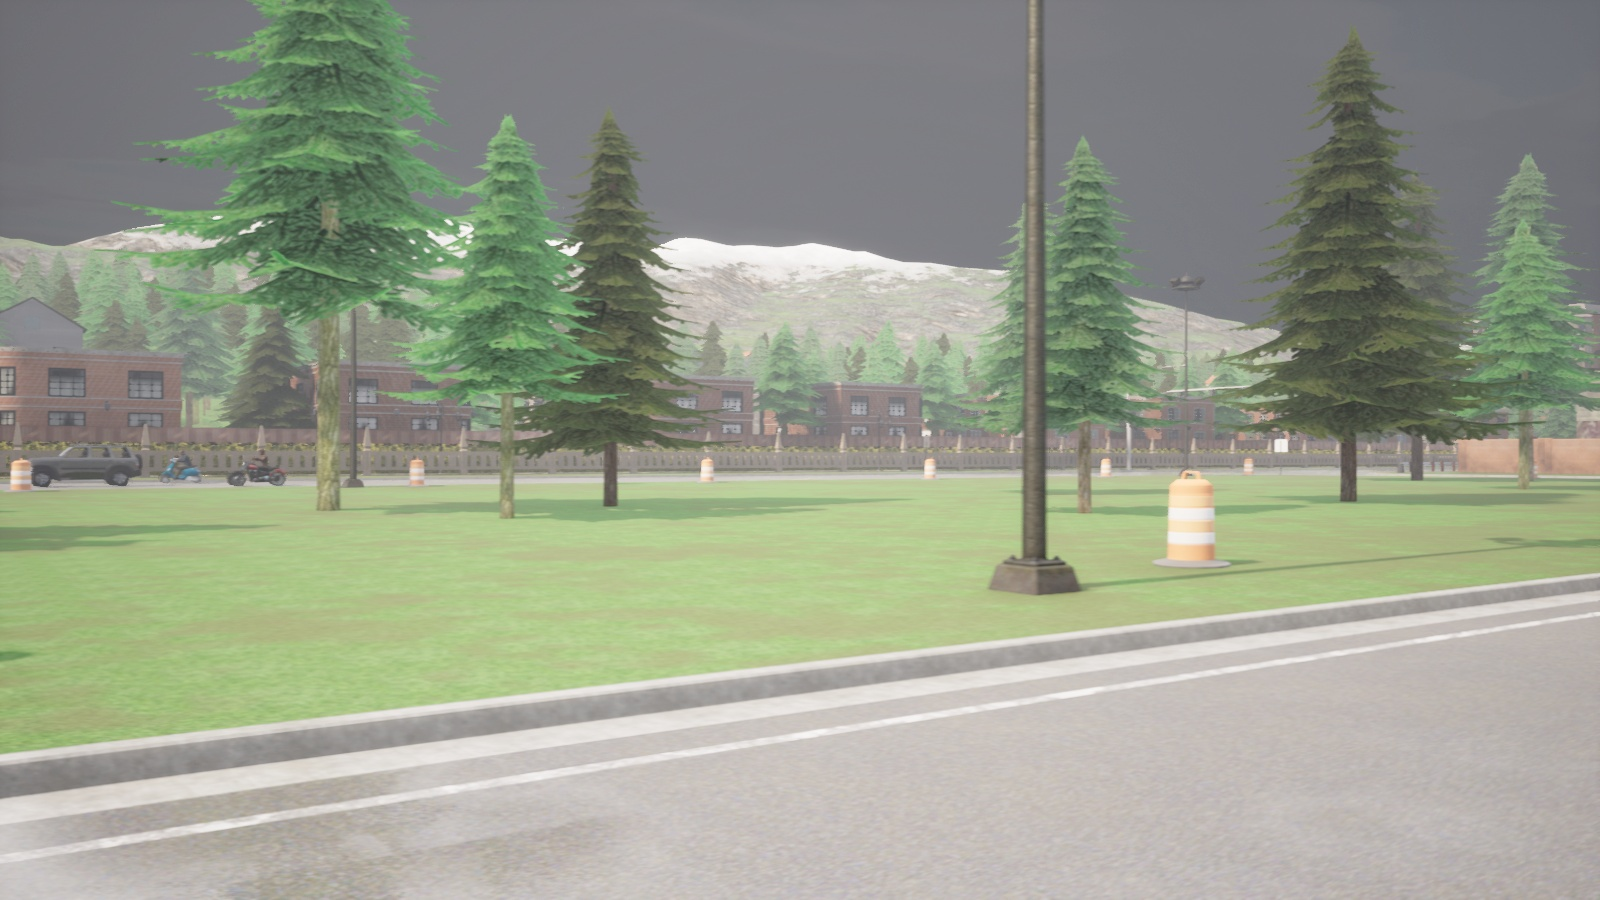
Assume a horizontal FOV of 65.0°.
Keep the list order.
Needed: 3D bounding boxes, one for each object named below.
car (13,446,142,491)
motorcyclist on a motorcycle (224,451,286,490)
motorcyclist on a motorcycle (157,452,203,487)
[{"bbox_3d":[-30.527,0.756,53.101,4.605,1.855,1.932,0,0,-35],"label":"car"},{"bbox_3d":[-23.362,0.877,53.847,2.350,1.649,0.766,0,0,-35],"label":"motorcyclist on a motorcycle"},{"bbox_3d":[-28.892,0.903,58.517,1.817,1.590,0.866,0,0,-35],"label":"motorcyclist on a motorcycle"}]
